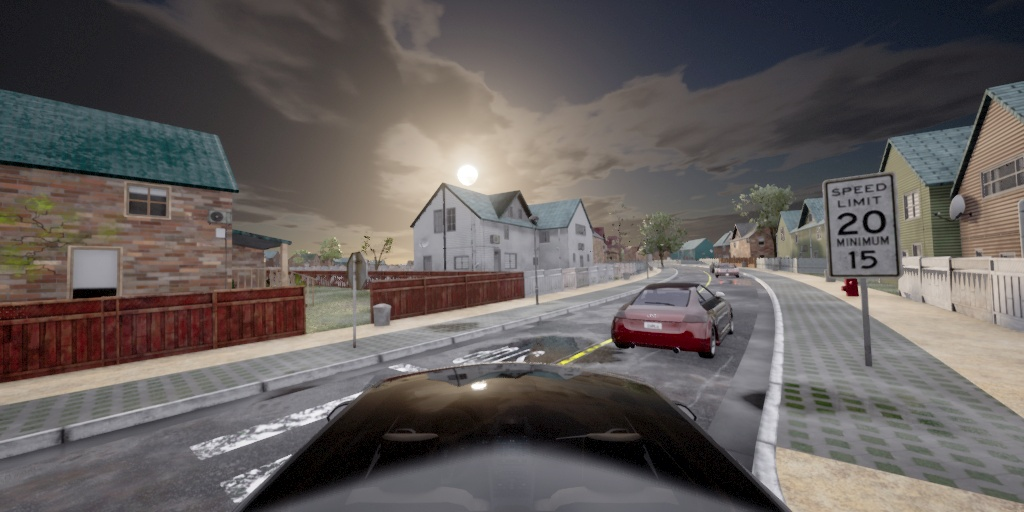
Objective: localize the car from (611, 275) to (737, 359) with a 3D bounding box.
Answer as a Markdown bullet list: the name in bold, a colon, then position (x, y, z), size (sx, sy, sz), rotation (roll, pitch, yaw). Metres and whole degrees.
- **car**: position (3.951, 1.321, 8.566), size (1.994, 1.385, 4.181), rotation (-3, -2, 37)

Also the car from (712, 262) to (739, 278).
- **car**: position (20.480, 1.387, 34.268), size (1.895, 1.301, 4.718), rotation (-3, -1, 29)

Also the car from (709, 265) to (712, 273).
- **car**: position (25.152, 1.423, 43.509), size (1.895, 1.301, 4.718), rotation (-2, -1, 25)
